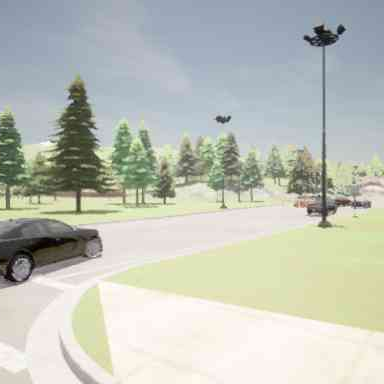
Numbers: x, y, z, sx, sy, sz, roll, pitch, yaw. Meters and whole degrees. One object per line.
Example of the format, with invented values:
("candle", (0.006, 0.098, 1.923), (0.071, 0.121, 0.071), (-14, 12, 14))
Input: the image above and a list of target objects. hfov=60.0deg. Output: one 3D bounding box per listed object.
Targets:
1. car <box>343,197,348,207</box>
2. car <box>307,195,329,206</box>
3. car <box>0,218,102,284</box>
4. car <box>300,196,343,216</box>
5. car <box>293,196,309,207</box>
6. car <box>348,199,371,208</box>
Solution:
("car", (23.374, 1.469, 52.210), (1.882, 1.535, 5.008), (0, 0, 38))
("car", (20.586, 1.352, 54.326), (2.097, 1.767, 4.553), (0, 0, 38))
("car", (-4.681, 1.498, 9.912), (1.882, 1.535, 5.008), (-3, -1, 18))
("car", (12.737, 1.490, 32.549), (2.128, 1.511, 4.902), (0, 0, 38))
("car", (16.781, 1.357, 49.317), (2.097, 1.767, 4.553), (0, 0, 38))
("car", (23.995, 1.587, 47.150), (1.895, 1.301, 4.718), (0, 0, 38))
